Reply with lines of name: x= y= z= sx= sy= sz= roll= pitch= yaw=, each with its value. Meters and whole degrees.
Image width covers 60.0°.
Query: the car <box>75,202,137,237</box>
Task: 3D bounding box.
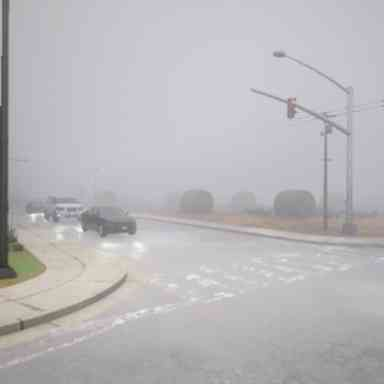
car: x=-4.848 y=1.572 z=19.022 sx=1.882 sy=1.535 sz=5.008 roll=1 pitch=0 yaw=-34

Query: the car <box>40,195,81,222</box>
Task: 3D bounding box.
car: x=-10.646 y=1.317 z=27.491 sx=2.150 sy=2.045 sz=5.566 roll=1 pitch=0 yaw=-35

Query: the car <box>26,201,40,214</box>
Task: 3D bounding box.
car: x=-17.359 y=1.661 z=37.324 sx=1.994 sy=1.385 sz=4.181 roll=1 pitch=0 yaw=-34
